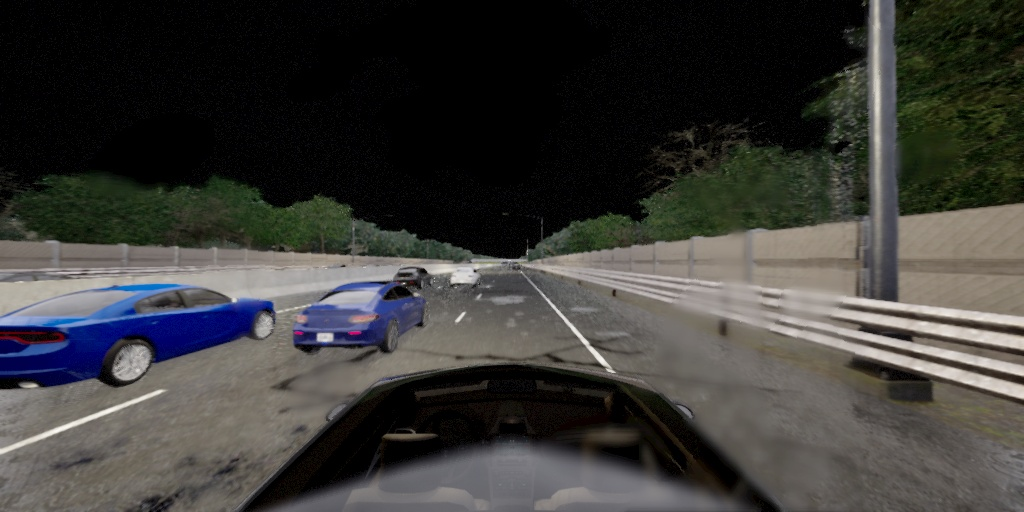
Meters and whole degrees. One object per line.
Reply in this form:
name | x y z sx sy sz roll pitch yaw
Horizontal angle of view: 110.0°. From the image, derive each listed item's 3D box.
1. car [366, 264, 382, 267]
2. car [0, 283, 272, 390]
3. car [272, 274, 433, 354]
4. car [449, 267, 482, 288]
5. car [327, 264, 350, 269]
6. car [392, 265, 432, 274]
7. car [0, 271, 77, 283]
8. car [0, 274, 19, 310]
car | -21.064 1.983 54.244 1.882 1.535 5.008 0 -1 1
car | -6.905 1.268 7.071 1.882 1.535 5.008 0 0 0
car | -3.404 1.333 8.838 1.812 1.442 4.674 0 0 0
car | -3.413 1.565 26.703 1.812 1.442 4.674 0 -1 0
car | -24.570 1.944 50.682 1.837 1.490 4.892 0 -1 1
car | -6.914 1.524 25.446 1.837 1.490 4.892 0 0 0
car | -17.603 1.319 12.421 1.882 1.535 5.008 0 -1 0
car | -21.101 1.406 12.510 1.994 1.385 4.181 0 -1 0
